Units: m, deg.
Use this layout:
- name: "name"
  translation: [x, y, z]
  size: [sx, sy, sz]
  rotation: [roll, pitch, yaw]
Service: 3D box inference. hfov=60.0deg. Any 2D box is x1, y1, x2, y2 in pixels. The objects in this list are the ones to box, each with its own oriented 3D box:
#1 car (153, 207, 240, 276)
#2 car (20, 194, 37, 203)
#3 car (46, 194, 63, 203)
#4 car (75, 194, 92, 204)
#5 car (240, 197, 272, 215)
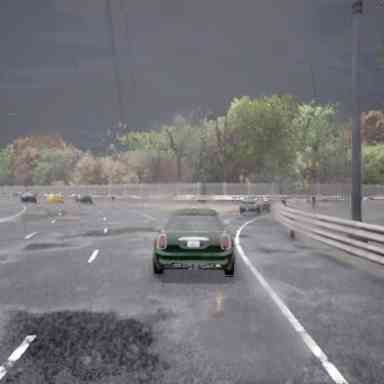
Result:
- name: "car"
  translation: [0.121, 1.265, 10.242]
  size: [2.097, 1.767, 4.553]
  rotation: [0, 1, 2]
- name: "car"
  translation: [-26.971, 1.022, 54.781]
  size: [1.882, 1.535, 5.008]
  rotation: [0, 0, -35]
- name: "car"
  translation: [-22.573, 1.023, 54.550]
  size: [1.882, 1.535, 5.008]
  rotation: [0, 1, -34]
- name: "car"
  translation: [-17.279, 1.063, 52.810]
  size: [1.837, 1.490, 4.892]
  rotation: [0, 0, -32]
- name: "car"
  translation: [5.862, 1.235, 30.211]
  size: [2.128, 1.511, 4.902]
  rotation: [0, 1, 29]
